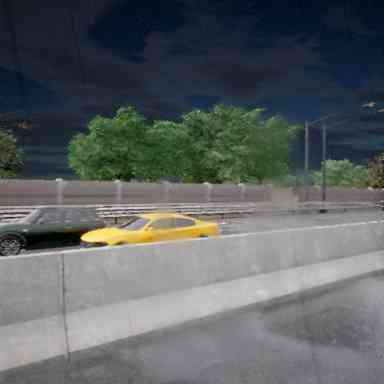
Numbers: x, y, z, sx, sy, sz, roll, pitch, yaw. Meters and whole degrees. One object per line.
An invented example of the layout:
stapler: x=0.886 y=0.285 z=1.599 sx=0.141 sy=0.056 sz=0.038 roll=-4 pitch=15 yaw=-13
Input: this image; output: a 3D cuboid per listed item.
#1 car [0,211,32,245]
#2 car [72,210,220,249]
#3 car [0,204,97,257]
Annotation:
car: x=-9.635 y=1.603 z=14.316 sx=4.718 sy=1.301 sz=1.895 roll=0 pitch=0 yaw=-35
car: x=-1.301 y=1.502 z=11.662 sx=5.008 sy=1.535 sz=1.882 roll=0 pitch=0 yaw=-36
car: x=-5.596 y=1.363 z=12.897 sx=4.553 sy=1.767 sz=2.097 roll=0 pitch=0 yaw=-35
